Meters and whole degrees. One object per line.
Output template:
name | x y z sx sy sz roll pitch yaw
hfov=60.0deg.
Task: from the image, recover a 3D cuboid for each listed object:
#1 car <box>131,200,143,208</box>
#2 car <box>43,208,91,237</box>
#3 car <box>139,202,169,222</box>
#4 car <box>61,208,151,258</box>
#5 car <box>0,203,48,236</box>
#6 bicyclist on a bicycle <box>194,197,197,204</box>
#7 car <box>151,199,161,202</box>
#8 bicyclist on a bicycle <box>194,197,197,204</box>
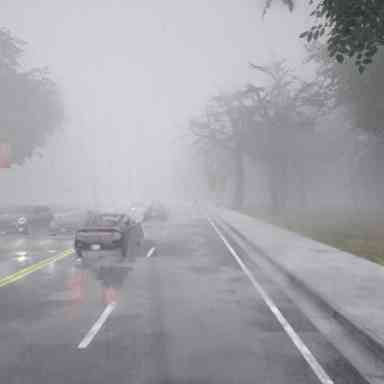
car | -9.794 2.158 60.206 1.994 1.385 4.181 0 -1 1
car | -6.592 1.712 19.380 1.812 1.442 4.674 0 -1 0
car | -3.154 1.848 29.590 1.994 1.385 4.181 0 -1 0
car | -3.153 1.620 13.339 2.128 1.511 4.902 0 -1 0
car | -9.852 1.541 19.635 2.097 1.767 4.553 0 -1 0
bicyclist on a bicycle | 0.885 2.114 74.639 0.659 1.776 1.843 0 0 0
car | -6.543 2.088 60.177 2.128 1.511 4.902 0 -1 1
bicyclist on a bicycle | 0.884 2.209 83.639 0.659 1.776 1.843 0 0 0
